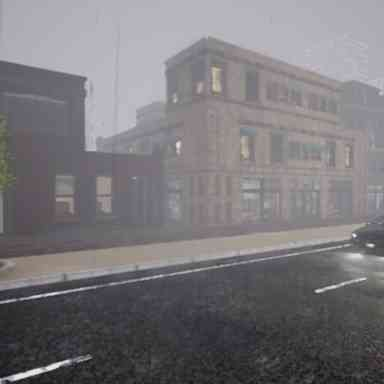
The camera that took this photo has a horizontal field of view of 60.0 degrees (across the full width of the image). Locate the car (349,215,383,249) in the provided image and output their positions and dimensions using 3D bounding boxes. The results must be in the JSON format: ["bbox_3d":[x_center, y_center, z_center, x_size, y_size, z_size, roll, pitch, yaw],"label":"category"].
[{"bbox_3d":[8.837,1.609,13.975,5.357,1.411,2.033,0,0,-35],"label":"car"}]
